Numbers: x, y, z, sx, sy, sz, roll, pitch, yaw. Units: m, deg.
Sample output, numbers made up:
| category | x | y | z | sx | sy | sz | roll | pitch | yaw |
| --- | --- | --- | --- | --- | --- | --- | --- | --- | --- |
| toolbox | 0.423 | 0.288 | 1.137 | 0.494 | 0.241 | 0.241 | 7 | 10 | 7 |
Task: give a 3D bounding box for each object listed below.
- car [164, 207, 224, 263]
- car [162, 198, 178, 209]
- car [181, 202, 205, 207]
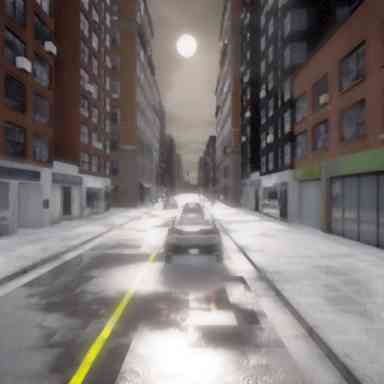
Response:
| category | x | y | z | sx | sy | sz | roll | pitch | yaw |
| --- | --- | --- | --- | --- | --- | --- | --- | --- | --- |
| car | 0.069 | 1.498 | 12.007 | 2.128 | 1.511 | 4.902 | 0 | 0 | 0 |
| car | -2.841 | 1.549 | 44.842 | 1.812 | 1.442 | 4.674 | 0 | 0 | 0 |
| car | 0.074 | 1.541 | 27.986 | 1.812 | 1.442 | 4.674 | 0 | 0 | 0 |
